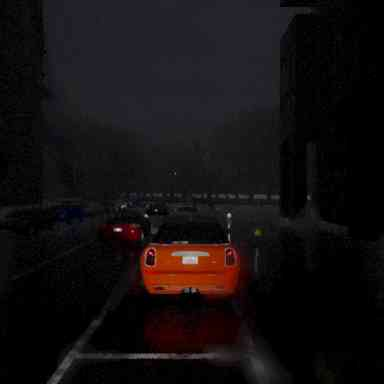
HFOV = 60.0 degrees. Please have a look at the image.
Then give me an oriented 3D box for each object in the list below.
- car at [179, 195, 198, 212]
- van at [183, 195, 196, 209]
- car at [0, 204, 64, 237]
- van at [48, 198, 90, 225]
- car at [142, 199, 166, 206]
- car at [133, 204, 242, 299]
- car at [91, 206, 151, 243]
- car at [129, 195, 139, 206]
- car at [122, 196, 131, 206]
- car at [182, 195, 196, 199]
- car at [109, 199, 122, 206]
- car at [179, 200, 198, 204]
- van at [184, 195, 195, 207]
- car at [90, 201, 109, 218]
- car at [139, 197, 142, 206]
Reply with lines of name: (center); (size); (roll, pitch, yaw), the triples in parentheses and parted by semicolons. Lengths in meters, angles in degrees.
car: (-0.384, 1.323, 39.886); (2.192, 1.841, 5.009); (0, 0, 0)
van: (-0.384, 1.352, 45.324); (1.690, 1.788, 3.998); (0, 0, 0)
car: (-8.909, 1.567, 18.136); (1.947, 1.339, 4.313); (0, 0, 0)
van: (-8.909, 1.343, 23.573); (1.690, 1.788, 3.998); (0, 0, 0)
car: (-3.145, 1.578, 31.145); (1.994, 1.385, 4.181); (0, 0, 0)
car: (-0.032, 1.352, 8.620); (2.097, 1.767, 4.553); (0, 0, 0)
car: (-3.145, 1.574, 16.145); (1.994, 1.385, 4.181); (0, 0, 0)
car: (-8.910, 1.451, 45.324); (1.967, 1.590, 4.097); (0, 0, 0)
car: (-8.909, 1.534, 39.716); (1.752, 1.417, 4.829); (0, 0, 0)
car: (-0.384, 1.446, 34.448); (1.967, 1.590, 4.097); (0, 0, 0)
car: (-8.909, 1.572, 34.448); (1.947, 1.339, 4.313); (0, 0, 0)
car: (-0.384, 1.528, 23.743); (1.752, 1.417, 4.829); (0, 0, 0)
van: (-0.384, 1.355, 50.761); (1.690, 1.788, 3.998); (0, 0, 0)
car: (-8.909, 1.529, 28.841); (1.752, 1.417, 4.829); (0, 0, 0)
car: (-6.145, 1.668, 48.115); (1.895, 1.301, 4.718); (0, 0, 0)
